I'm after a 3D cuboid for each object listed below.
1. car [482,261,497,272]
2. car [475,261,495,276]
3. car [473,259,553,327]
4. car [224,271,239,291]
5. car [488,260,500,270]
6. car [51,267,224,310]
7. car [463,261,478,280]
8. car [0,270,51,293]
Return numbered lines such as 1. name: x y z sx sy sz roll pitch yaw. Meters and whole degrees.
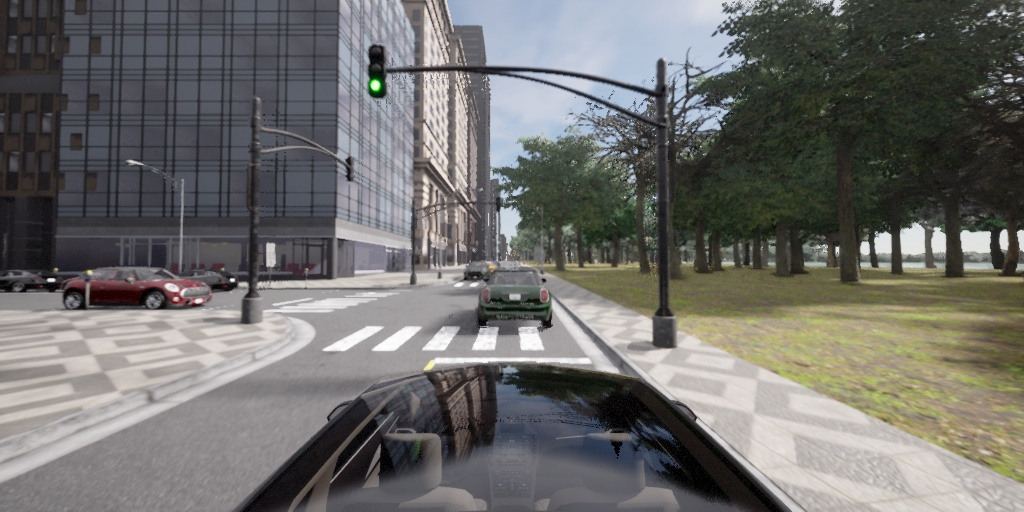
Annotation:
1. car: -3.055 1.482 50.401 1.812 1.442 4.674 0 0 0
2. car: -3.076 1.384 41.237 1.882 1.535 5.008 0 0 0
3. car: 0.096 1.118 11.755 2.097 1.767 4.553 1 0 0
4. car: -18.997 1.492 21.701 4.313 1.339 1.948 0 0 0
5. car: -2.982 1.519 60.752 1.837 1.490 4.892 0 0 1
6. car: -13.537 1.128 13.183 4.097 1.591 1.967 0 0 -1
7. car: -3.090 1.212 32.215 2.097 1.767 4.553 0 0 0
8. car: -29.970 1.499 21.691 4.313 1.339 1.948 0 0 0
